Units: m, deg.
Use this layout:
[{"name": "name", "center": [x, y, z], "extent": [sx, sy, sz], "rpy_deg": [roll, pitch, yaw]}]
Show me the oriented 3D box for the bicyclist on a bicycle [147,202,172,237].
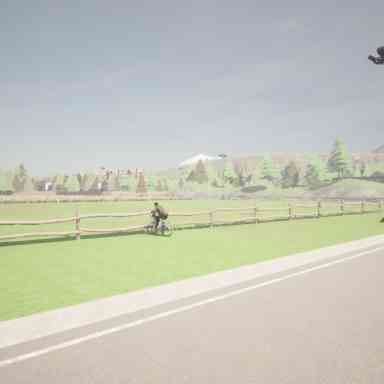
[{"name": "bicyclist on a bicycle", "center": [-1.555, 1.303, 15.789], "extent": [1.656, 1.620, 0.582], "rpy_deg": [-3, -2, 38]}]
